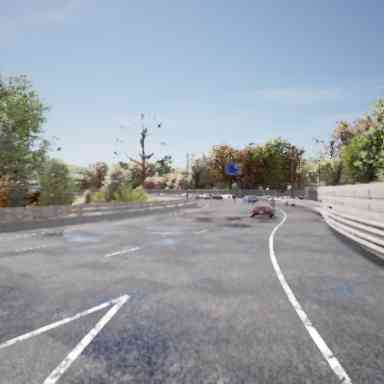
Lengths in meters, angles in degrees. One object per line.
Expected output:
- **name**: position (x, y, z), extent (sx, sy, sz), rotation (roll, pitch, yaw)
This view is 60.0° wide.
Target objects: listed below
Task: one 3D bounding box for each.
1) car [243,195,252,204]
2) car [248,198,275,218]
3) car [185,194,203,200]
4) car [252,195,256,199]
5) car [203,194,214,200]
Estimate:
- **car**: position (11.521, 1.456, 65.961), extent (2.097, 1.767, 4.553), rotation (1, 0, -1)
- **car**: position (6.677, 1.589, 30.969), extent (1.812, 1.442, 4.674), rotation (1, 0, 17)
- **car**: position (0.487, 1.519, 92.982), extent (2.033, 1.411, 5.357), rotation (1, 0, -18)
- **car**: position (10.853, 1.602, 51.333), extent (2.128, 1.511, 4.902), rotation (1, 0, 7)
- **car**: position (3.686, 1.614, 94.520), extent (1.895, 1.301, 4.718), rotation (1, 0, -18)
